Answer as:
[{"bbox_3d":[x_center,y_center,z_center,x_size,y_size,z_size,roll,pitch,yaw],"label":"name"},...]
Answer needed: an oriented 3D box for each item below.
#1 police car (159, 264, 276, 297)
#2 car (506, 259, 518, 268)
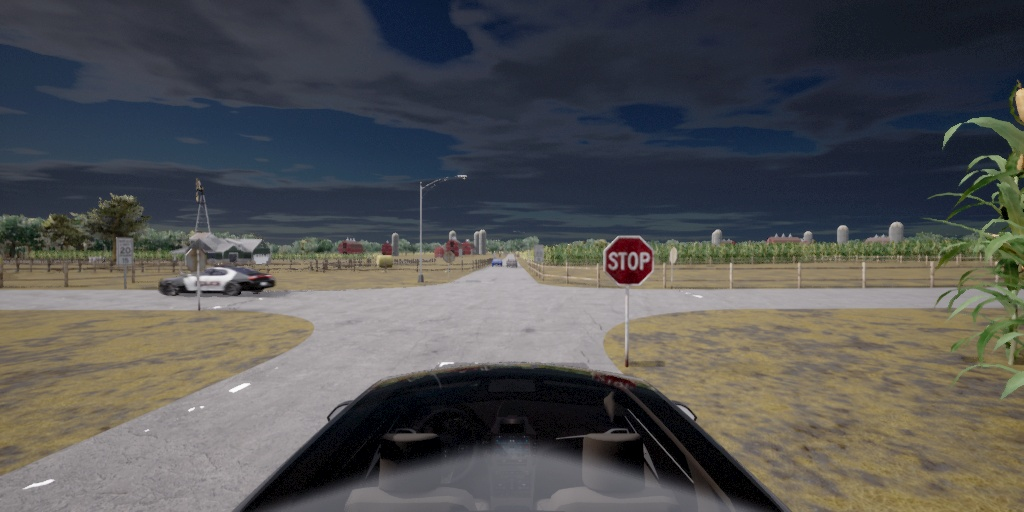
[{"bbox_3d":[-15.004,1.228,18.224,4.974,1.542,2.038,0,1,0],"label":"police car"},{"bbox_3d":[-0.010,1.226,61.475,2.128,1.511,4.902,0,0,0],"label":"car"}]
